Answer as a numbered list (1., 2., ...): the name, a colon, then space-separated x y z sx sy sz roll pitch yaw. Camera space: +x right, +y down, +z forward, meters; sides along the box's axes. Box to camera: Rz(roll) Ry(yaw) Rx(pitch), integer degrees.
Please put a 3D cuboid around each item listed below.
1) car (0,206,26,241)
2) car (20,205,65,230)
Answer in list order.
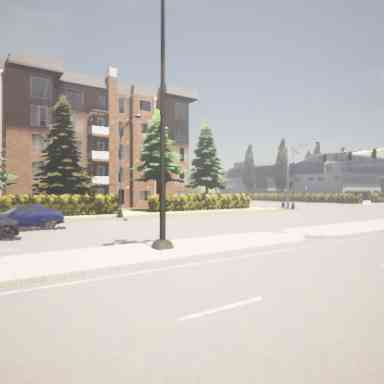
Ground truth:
1. car: -10.180 1.564 15.155 4.181 1.385 1.994 0 0 -35
2. car: -9.976 1.525 19.581 4.674 1.442 1.812 0 0 -35
